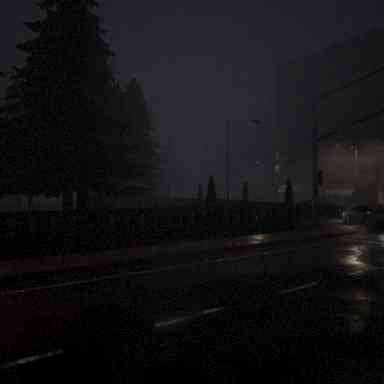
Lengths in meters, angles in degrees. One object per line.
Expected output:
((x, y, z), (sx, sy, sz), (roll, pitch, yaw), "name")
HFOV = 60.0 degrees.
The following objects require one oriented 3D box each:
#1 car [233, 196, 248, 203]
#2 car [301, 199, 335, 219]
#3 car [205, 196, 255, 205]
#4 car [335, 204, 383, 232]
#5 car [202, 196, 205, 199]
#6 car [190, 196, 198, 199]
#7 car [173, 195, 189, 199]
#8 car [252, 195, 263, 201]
((10.077, 1.492, 68.480), (2.033, 1.411, 5.357), (0, 0, 20), "car")
((11.298, 1.422, 29.112), (1.882, 1.535, 5.008), (0, 0, -34), "car")
((3.836, 1.434, 34.353), (2.128, 1.511, 4.902), (0, 0, -29), "car")
((11.242, 1.495, 20.510), (1.812, 1.442, 4.674), (1, 1, -10), "car")
((3.242, 1.422, 43.463), (1.882, 1.535, 5.008), (0, 0, -18), "car")
((1.650, 1.492, 65.178), (2.033, 1.411, 5.357), (0, 0, 11), "car")
((-2.126, 1.296, 51.413), (2.097, 1.767, 4.553), (0, 0, -6), "car")
((14.868, 1.468, 77.593), (1.812, 1.442, 4.674), (0, 0, 40), "car")
